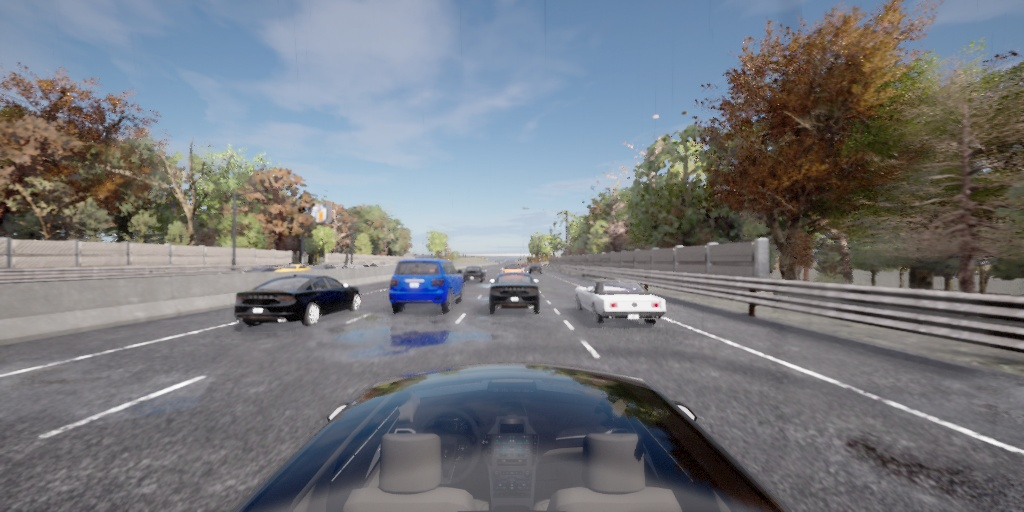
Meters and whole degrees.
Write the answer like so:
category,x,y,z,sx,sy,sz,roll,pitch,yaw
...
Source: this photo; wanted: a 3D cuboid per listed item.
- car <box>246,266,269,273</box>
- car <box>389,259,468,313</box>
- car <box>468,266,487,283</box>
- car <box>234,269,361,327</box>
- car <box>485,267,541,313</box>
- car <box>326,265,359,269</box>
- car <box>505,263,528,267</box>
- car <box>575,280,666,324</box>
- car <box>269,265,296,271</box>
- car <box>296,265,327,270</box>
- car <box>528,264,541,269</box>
category,x,y,z,sx,sy,sz,roll,pitch,yaw
car,-28.101,1.830,40.699,1.994,1.385,4.181,0,-1,0
car,-3.408,1.148,15.210,2.150,2.045,5.566,0,-1,0
car,-3.412,1.672,33.116,1.837,1.490,4.892,0,-1,0
car,-6.903,1.364,12.219,1.882,1.535,5.008,0,-1,0
car,0.095,1.403,15.020,1.882,1.535,5.008,0,-1,0
car,-17.610,1.841,38.676,1.895,1.301,4.718,0,-1,0
car,0.086,1.516,32.829,2.097,1.767,4.553,0,-1,0
car,3.499,1.484,12.580,1.895,1.301,4.718,0,-1,0
car,-24.603,1.743,40.613,1.882,1.535,5.008,0,-1,0
car,-21.107,1.728,39.479,1.882,1.535,5.008,0,-1,0
car,3.476,1.956,55.188,1.837,1.490,4.892,0,-1,0
